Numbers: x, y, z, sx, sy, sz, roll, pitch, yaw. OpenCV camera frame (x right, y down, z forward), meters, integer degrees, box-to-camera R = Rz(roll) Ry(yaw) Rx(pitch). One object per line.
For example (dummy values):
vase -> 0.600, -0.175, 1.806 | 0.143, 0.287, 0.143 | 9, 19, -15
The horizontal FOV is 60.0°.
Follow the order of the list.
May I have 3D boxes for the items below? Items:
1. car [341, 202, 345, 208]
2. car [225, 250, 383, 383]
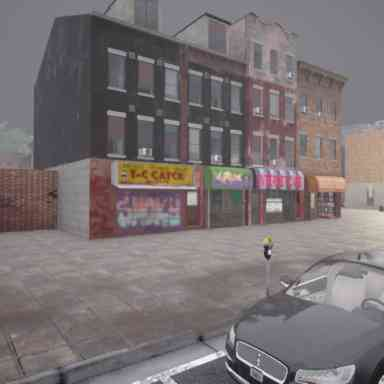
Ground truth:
car -> 16.756, 1.471, 42.153 | 1.895, 1.301, 4.718 | 0, 0, -36
car -> 2.410, 1.552, 4.519 | 4.403, 1.369, 2.008 | 0, 0, -35
